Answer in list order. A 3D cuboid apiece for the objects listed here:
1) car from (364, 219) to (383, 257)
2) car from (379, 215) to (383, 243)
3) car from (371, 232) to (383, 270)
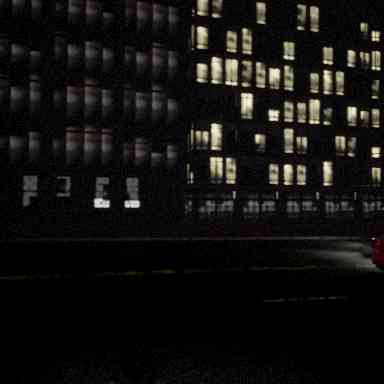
[{"bbox_3d":[10.224,2.014,14.444,4.892,1.490,1.837,2,-1,-14],"label":"car"},{"bbox_3d":[13.285,2.153,18.557,5.008,1.535,1.882,2,-1,-14],"label":"car"},{"bbox_3d":[8.143,1.721,10.372,4.553,1.767,2.097,2,-1,-14],"label":"car"}]
